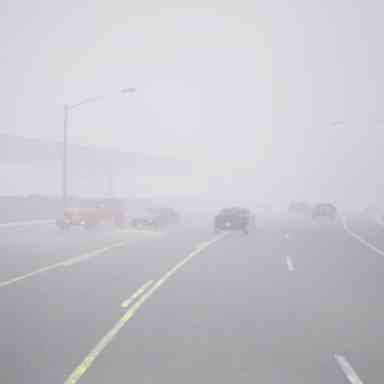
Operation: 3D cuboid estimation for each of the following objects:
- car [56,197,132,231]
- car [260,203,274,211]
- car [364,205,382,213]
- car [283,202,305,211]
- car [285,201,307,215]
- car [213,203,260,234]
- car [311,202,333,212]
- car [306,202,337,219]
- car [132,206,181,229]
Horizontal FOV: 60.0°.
[{"bbox_3d":[-6.452,1.356,21.982,2.150,2.045,5.566,0,0,18],"label":"car"},{"bbox_3d":[12.259,2.531,57.164,1.895,1.301,4.718,-1,-3,39],"label":"car"},{"bbox_3d":[31.242,2.913,57.420,1.994,1.385,4.181,-1,-3,44],"label":"car"},{"bbox_3d":[18.102,2.611,58.746,1.837,1.490,4.892,-1,-3,41],"label":"car"},{"bbox_3d":[12.889,1.856,39.614,2.128,1.511,4.902,-1,-2,32],"label":"car"},{"bbox_3d":[2.690,1.608,20.175,1.882,1.535,5.008,0,0,18],"label":"car"},{"bbox_3d":[19.246,2.255,49.127,1.812,1.442,4.674,-1,-3,37],"label":"car"},{"bbox_3d":[12.430,1.756,31.216,2.033,1.411,5.357,0,-1,28],"label":"car"},{"bbox_3d":[-2.398,1.698,23.174,2.033,1.411,5.357,0,-1,19],"label":"car"}]
